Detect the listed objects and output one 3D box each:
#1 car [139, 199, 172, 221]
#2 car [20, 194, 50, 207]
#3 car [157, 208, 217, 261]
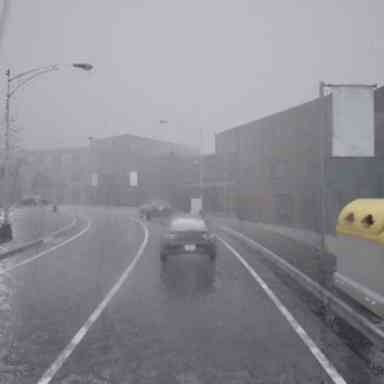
[{"bbox_3d":[-3.048,1.326,27.263,2.097,1.767,4.553,0,0,-18],"label":"car"},{"bbox_3d":[-21.820,1.142,46.141,4.553,1.767,2.097,1,0,34],"label":"car"},{"bbox_3d":[-0.237,1.515,12.178,1.812,1.442,4.674,0,-1,-5],"label":"car"}]
